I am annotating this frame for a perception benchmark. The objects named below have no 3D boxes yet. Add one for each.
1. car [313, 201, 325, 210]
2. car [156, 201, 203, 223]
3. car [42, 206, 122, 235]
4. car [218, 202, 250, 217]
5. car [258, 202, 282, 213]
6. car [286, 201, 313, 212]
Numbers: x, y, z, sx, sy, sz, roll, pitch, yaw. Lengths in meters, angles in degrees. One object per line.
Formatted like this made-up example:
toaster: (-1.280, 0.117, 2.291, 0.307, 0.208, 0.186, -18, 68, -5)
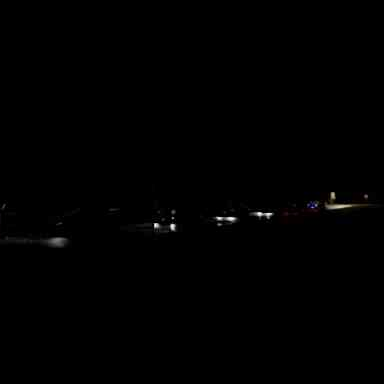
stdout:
car: (19.859, 2.126, 53.093, 1.895, 1.301, 4.718, -1, -1, 35)
car: (-0.988, 1.615, 28.086, 2.097, 1.767, 4.553, -1, -1, 35)
car: (-6.501, 1.649, 20.149, 1.882, 1.535, 5.008, -1, -1, 35)
car: (4.693, 1.880, 36.251, 1.812, 1.442, 4.674, -1, -1, 35)
car: (10.457, 2.010, 44.484, 1.994, 1.385, 4.181, -1, -1, 35)
car: (14.171, 1.927, 44.823, 2.128, 1.511, 4.902, -1, -1, 35)
